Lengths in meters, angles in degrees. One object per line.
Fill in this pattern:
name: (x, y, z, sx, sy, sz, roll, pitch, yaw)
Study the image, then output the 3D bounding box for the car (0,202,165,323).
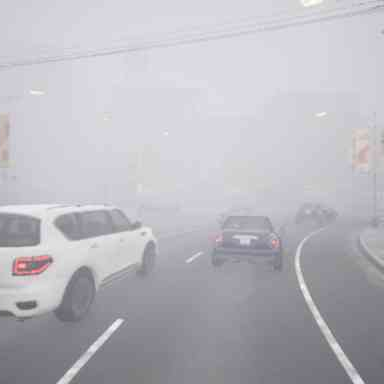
car: (-2.581, 1.256, 7.548, 2.150, 2.045, 5.566, 0, 0, 14)

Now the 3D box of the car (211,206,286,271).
car: (2.108, 1.436, 11.530, 2.097, 1.767, 4.553, 0, 0, 16)

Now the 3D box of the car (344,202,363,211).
car: (23.786, 2.011, 46.348, 4.718, 1.301, 1.895, 0, 0, -12)

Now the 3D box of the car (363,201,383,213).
car: (25.081, 1.923, 43.043, 4.674, 1.442, 1.812, 0, -1, -12)

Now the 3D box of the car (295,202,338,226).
car: (9.732, 1.562, 25.851, 2.097, 1.767, 4.553, 0, 0, 39)

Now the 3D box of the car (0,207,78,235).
car: (-9.503, 1.668, 20.502, 1.895, 1.301, 4.718, 0, 0, 25)

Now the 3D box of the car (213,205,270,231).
car: (3.653, 1.711, 23.505, 2.033, 1.411, 5.357, 0, 0, 32)
